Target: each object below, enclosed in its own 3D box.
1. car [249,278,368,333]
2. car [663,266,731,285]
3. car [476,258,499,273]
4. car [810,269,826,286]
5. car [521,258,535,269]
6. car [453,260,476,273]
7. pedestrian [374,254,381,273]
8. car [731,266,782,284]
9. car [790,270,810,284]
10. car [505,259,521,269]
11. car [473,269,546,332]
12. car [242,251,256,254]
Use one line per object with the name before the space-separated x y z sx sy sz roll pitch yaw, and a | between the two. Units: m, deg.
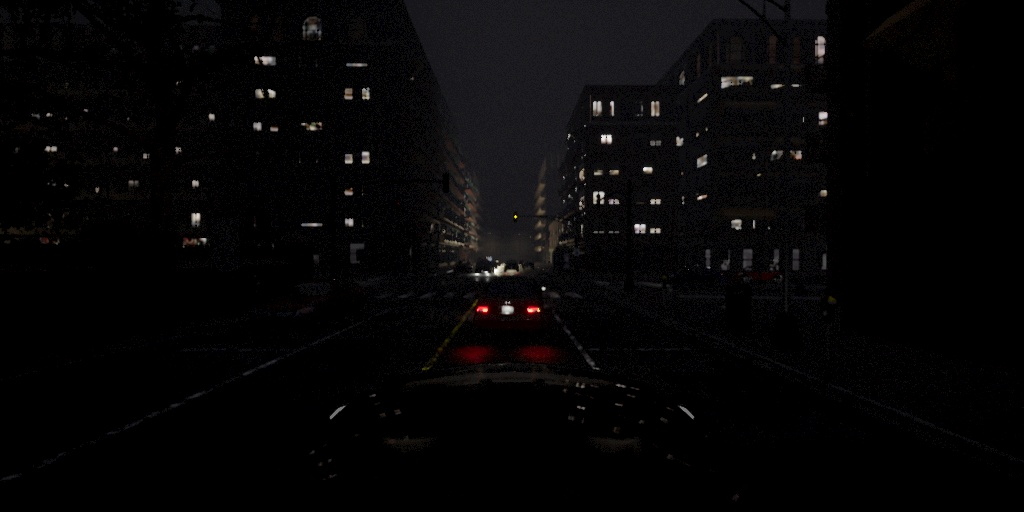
car | -5.719 1.332 10.670 1.802 1.307 4.207 0 0 0
car | 14.581 1.555 28.947 4.674 1.442 1.812 1 0 -1
car | -3.217 1.301 43.360 2.033 1.411 5.357 0 0 3
car | 27.604 1.861 29.151 4.718 1.301 1.895 1 0 -1
car | 2.503 1.306 54.383 2.007 1.370 4.403 0 0 0
car | -5.836 1.194 43.081 1.967 1.591 4.097 0 0 0
pedestrian | -12.827 0.656 34.048 0.375 1.860 0.375 0 -1 -1
car | 21.275 1.574 31.615 4.097 1.591 1.967 0 0 -1
car | 26.948 1.817 31.704 4.207 1.307 1.802 0 0 -1
car | -0.066 1.280 47.987 1.812 1.442 4.674 0 0 0
car | 0.046 1.298 10.887 2.033 1.411 5.357 0 0 3
car | -18.681 0.679 25.223 5.566 2.045 2.150 1 0 -1
